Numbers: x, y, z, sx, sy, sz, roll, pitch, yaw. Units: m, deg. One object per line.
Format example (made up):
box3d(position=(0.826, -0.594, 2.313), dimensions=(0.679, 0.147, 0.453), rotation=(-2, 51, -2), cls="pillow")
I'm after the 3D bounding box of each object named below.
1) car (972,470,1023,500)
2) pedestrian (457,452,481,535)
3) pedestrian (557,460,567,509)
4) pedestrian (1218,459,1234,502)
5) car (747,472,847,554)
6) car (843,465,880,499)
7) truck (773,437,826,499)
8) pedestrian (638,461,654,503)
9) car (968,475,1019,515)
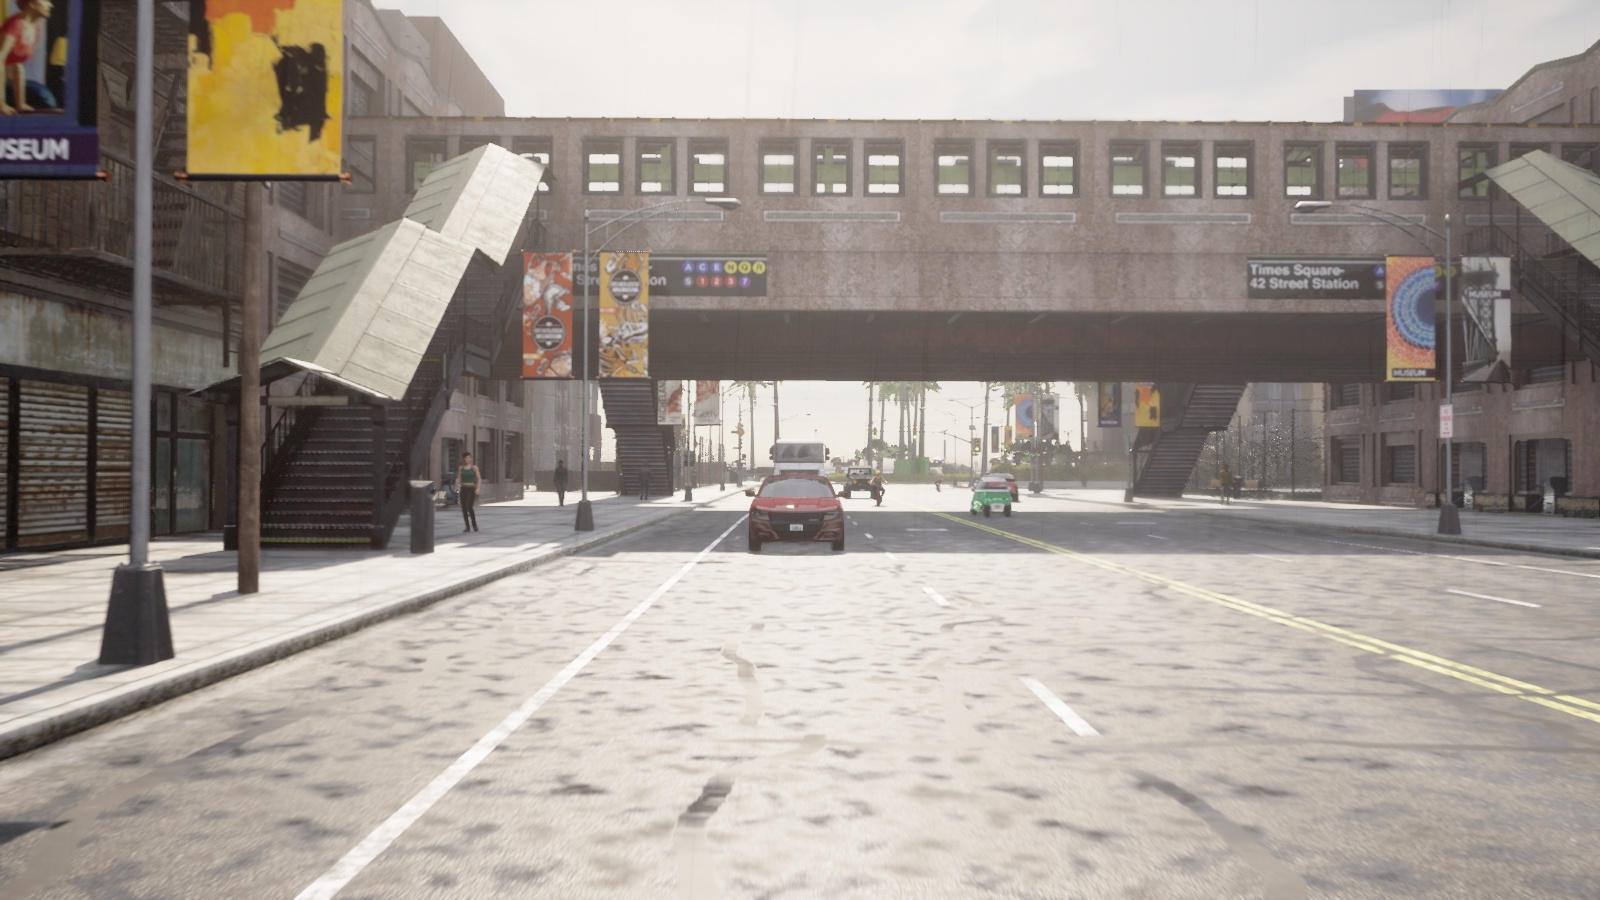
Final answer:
box3d(position=(10.485, 1.842, 67.078), dimensions=(2.007, 1.525, 4.514), rotation=(0, -1, 0), cls="car")
box3d(position=(-7.456, 0.975, 28.285), dimensions=(0.345, 1.836, 0.594), rotation=(0, -1, 3), cls="pedestrian")
box3d(position=(-9.128, 1.314, 48.162), dimensions=(0.353, 1.847, 0.614), rotation=(0, -1, -7), cls="pedestrian")
box3d(position=(18.394, 1.305, 54.198), dimensions=(0.431, 1.840, 0.709), rotation=(0, -1, 2), cls="pedestrian")
box3d(position=(-0.062, 1.230, 26.145), dimensions=(1.882, 1.535, 5.008), rotation=(0, -1, 0), cls="car")
box3d(position=(3.476, 1.795, 71.585), dimensions=(1.905, 1.878, 3.866), rotation=(0, -1, 0), cls="car")
box3d(position=(-0.030, 1.061, 73.383), dimensions=(2.891, 3.462, 7.936), rotation=(0, -1, 0), cls="truck")
box3d(position=(-7.095, 1.470, 57.940), dimensions=(0.563, 1.883, 0.849), rotation=(0, -1, 6), cls="pedestrian")
box3d(position=(6.928, 1.597, 45.136), dimensions=(1.481, 1.376, 2.207), rotation=(0, -1, 0), cls="car")
